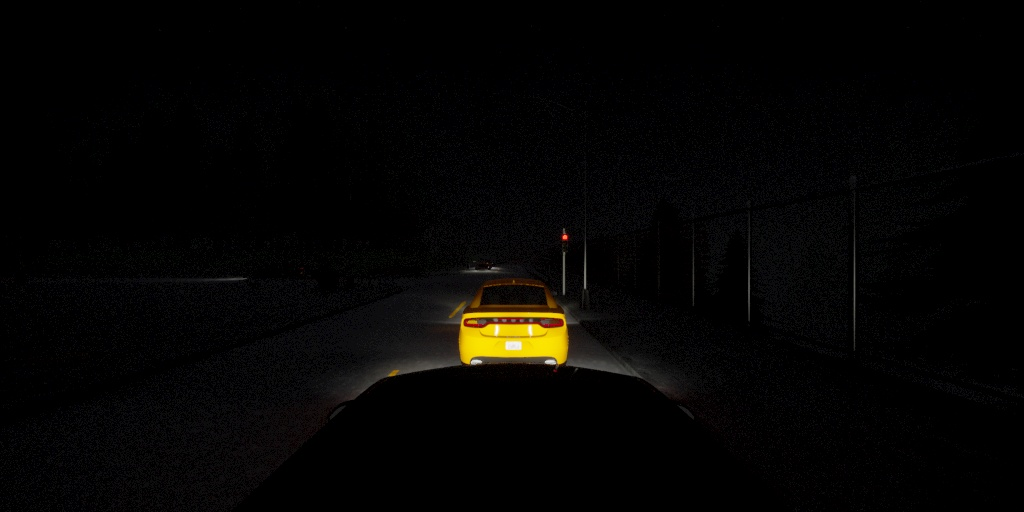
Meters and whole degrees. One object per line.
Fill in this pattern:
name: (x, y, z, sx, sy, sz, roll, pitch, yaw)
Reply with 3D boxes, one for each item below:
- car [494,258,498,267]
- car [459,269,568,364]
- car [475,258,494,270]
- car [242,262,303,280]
car: (-4.099, 1.351, 64.733, 1.895, 1.301, 4.718, 0, 0, 0)
car: (0.043, 1.228, 7.991, 1.882, 1.535, 5.008, 0, 0, 0)
car: (-4.123, 1.102, 51.959, 2.097, 1.767, 4.553, 0, 0, 0)
car: (-20.694, 1.255, 31.141, 4.892, 1.490, 1.837, 0, 0, 1)
